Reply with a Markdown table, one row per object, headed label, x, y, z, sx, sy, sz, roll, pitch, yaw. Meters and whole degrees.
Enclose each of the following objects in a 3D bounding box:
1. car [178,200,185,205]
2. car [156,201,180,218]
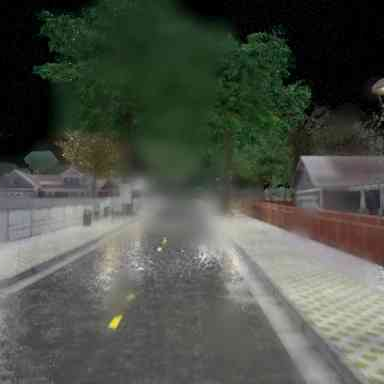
| label | x | y | z | sx | sy | sz | roll | pitch | yaw |
| --- | --- | --- | --- | --- | --- | --- | --- | --- | --- |
| car | -2.645 | 2.564 | 83.061 | 1.895 | 1.301 | 4.718 | 0 | -1 | 0 |
| car | -2.717 | 1.927 | 35.586 | 2.033 | 1.411 | 5.357 | 0 | -1 | 0 |
